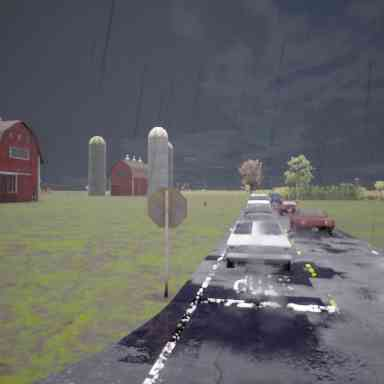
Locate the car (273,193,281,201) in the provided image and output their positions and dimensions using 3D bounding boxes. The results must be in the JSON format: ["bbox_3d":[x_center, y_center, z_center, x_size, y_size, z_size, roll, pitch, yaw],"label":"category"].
[{"bbox_3d":[15.261,1.204,61.207,2.150,2.045,5.566,0,0,12],"label":"car"}]

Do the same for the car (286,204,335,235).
[{"bbox_3d":[6.719,1.604,19.086,1.895,1.301,4.718,0,0,11],"label":"car"}]

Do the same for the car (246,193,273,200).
[{"bbox_3d":[6.543,1.226,32.624,2.150,2.045,5.566,0,0,11],"label":"car"}]

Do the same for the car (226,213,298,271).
[{"bbox_3d":[2.211,1.604,11.184,1.895,1.301,4.718,0,0,11],"label":"car"}]

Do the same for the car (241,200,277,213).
[{"bbox_3d":[4.391,1.508,21.894,1.837,1.490,4.892,0,0,11],"label":"car"}]

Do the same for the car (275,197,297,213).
[{"bbox_3d":[9.466,1.527,32.841,1.812,1.442,4.674,0,0,11],"label":"car"}]
